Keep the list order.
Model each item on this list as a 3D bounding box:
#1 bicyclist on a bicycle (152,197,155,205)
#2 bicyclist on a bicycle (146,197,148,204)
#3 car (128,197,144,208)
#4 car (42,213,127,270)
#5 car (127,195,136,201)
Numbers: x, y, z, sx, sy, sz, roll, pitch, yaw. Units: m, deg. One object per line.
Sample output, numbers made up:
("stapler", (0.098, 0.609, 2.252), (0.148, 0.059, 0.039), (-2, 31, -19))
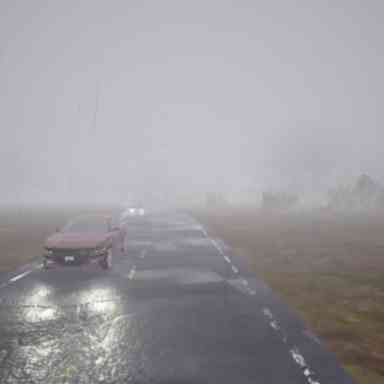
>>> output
("bicyclist on a bicycle", (-7.551, 1.827, 65.292), (0.582, 1.620, 1.656), (0, -1, -15))
("bicyclist on a bicycle", (-9.957, 1.884, 74.046), (0.582, 1.620, 1.656), (0, -1, -16))
("car", (-8.802, 1.907, 53.412), (1.895, 1.301, 4.718), (0, 0, -11))
("car", (-3.451, 1.544, 11.510), (1.882, 1.535, 5.008), (0, 0, -3))
("car", (-16.525, 1.721, 91.658), (2.097, 1.767, 4.553), (0, 0, -21))
